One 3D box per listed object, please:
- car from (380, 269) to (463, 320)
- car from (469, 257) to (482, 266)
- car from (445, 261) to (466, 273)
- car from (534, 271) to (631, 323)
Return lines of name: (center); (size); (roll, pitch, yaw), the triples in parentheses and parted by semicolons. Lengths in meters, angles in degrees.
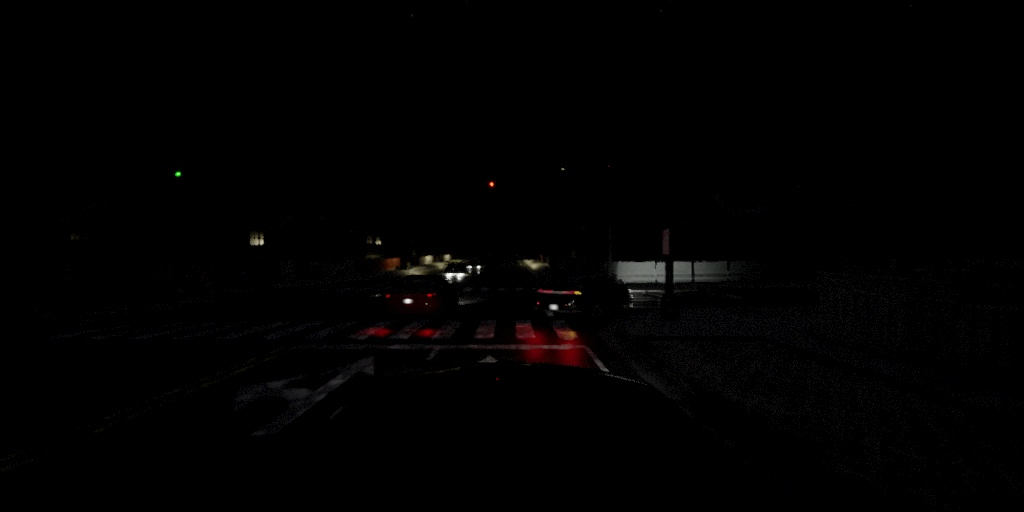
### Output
car: (-3.176, 1.360, 12.987); (1.994, 1.385, 4.181); (-1, 0, 0)
car: (-6.443, 0.974, 63.469); (1.812, 1.442, 4.674); (0, 1, 0)
car: (-6.553, 1.286, 42.064); (1.994, 1.385, 4.181); (0, 0, 0)
car: (2.571, 1.251, 12.342); (2.128, 1.511, 4.902); (-1, 0, 34)
